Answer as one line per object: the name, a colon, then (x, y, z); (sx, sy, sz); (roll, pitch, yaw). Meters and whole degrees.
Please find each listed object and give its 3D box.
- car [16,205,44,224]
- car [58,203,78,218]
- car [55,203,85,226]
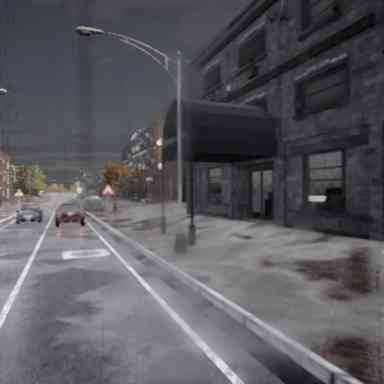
car: (-13.963, 1.907, 28.884); (2.128, 1.511, 4.902); (-1, 0, -21)
car: (-14.248, 2.024, 38.145); (2.033, 1.411, 5.357); (0, 0, -21)
car: (-9.829, 1.704, 26.774); (2.097, 1.767, 4.553); (-1, 0, -21)
